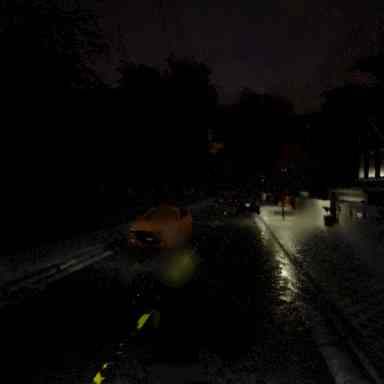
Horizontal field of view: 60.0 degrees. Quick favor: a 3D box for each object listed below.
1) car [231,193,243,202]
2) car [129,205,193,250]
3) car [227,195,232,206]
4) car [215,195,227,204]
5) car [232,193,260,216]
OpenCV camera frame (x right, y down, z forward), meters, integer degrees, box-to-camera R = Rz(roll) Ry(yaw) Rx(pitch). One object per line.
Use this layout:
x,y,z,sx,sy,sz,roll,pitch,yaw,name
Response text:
8.693,1.019,64.195,2.097,1.767,4.553,0,0,8,car
-1.131,1.355,14.040,1.882,1.535,5.008,0,0,8,car
6.564,1.241,48.891,1.837,1.490,4.892,0,0,8,car
4.974,1.208,56.359,1.812,1.442,4.674,0,0,9,car
4.991,1.139,30.134,2.097,1.767,4.553,-2,0,8,car
